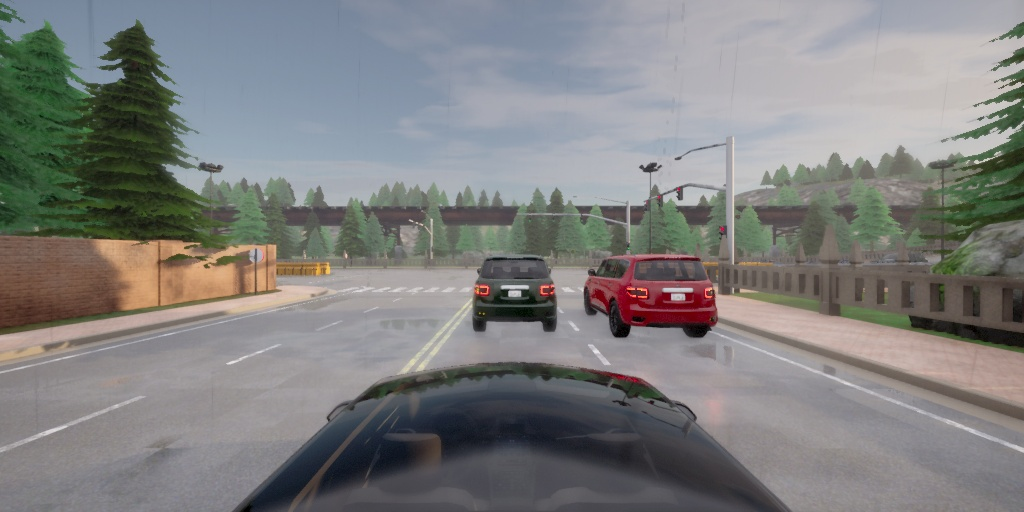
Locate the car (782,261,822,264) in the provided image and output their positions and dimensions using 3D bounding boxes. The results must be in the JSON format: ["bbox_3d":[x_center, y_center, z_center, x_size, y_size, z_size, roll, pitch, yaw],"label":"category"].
[{"bbox_3d":[34.747,1.302,42.021,4.181,1.385,1.994,0,0,0],"label":"car"}]

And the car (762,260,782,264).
[{"bbox_3d":[31.383,1.297,45.541,5.357,1.411,2.033,0,0,0],"label":"car"}]

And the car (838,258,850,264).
[{"bbox_3d":[41.762,1.081,45.505,4.902,1.511,2.128,-2,0,0],"label":"car"}]

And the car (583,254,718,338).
[{"bbox_3d":[3.571,0.971,10.344,2.150,2.045,5.566,0,0,0],"label":"car"}]

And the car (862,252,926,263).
[{"bbox_3d":[45.142,0.669,42.006,5.566,2.045,2.150,-3,0,-1],"label":"car"}]

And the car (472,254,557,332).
[{"bbox_3d":[0.071,0.971,11.021,2.150,2.045,5.566,0,0,0],"label":"car"}]

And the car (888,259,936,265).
[{"bbox_3d":[36.354,1.249,31.326,4.674,1.442,1.812,-1,0,0],"label":"car"}]

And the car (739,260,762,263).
[{"bbox_3d":[25.834,1.241,42.051,4.902,1.511,2.128,0,0,0],"label":"car"}]
